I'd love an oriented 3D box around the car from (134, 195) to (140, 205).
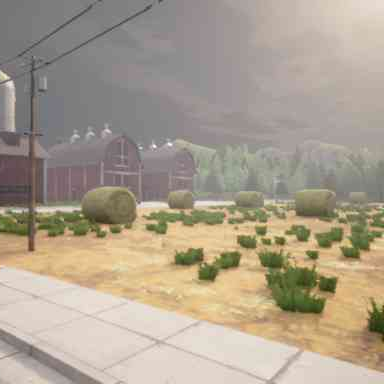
[{"bbox_3d":[-11.420,1.532,67.475,1.905,1.878,3.866,6,1,-7],"label":"car"}]
